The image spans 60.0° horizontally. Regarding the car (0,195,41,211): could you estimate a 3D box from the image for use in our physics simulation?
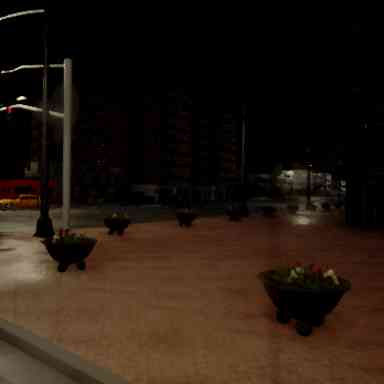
[{"bbox_3d":[-17.184,1.014,33.615,1.882,1.535,5.008,1,0,35],"label":"car"}]

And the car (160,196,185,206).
[{"bbox_3d":[-3.123,1.375,53.562,2.128,1.511,4.902,1,0,36],"label":"car"}]
